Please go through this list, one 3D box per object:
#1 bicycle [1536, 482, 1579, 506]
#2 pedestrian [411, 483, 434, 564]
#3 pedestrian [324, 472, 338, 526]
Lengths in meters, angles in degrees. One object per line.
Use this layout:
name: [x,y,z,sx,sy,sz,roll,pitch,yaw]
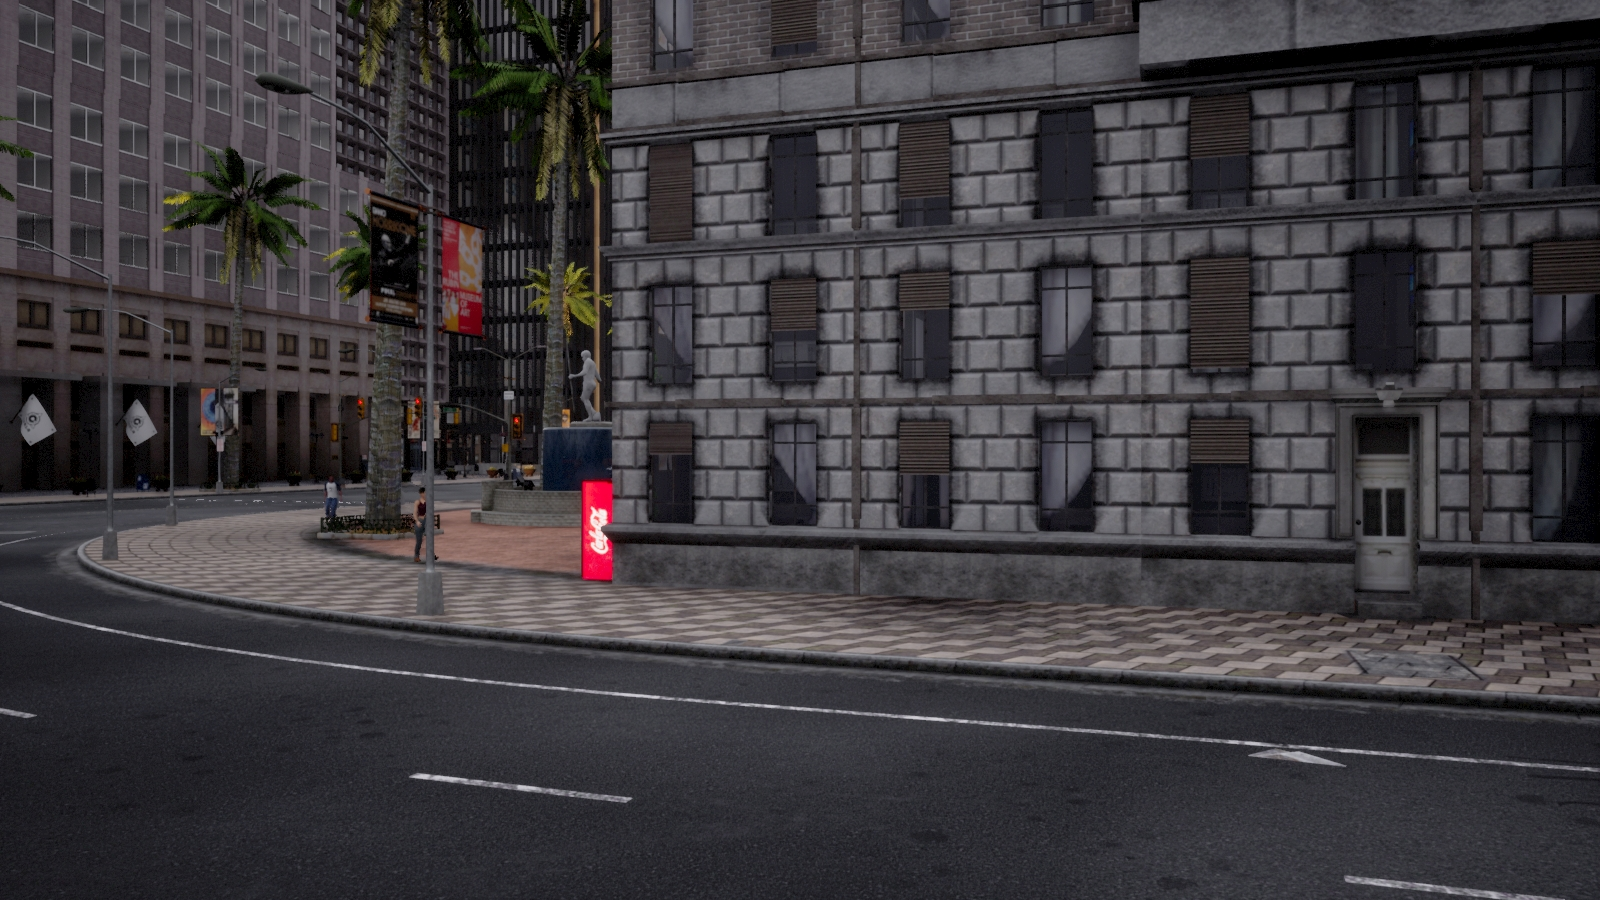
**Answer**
bicycle: [38.698,2.244,58.354,0.329,1.171,1.835,7,-5,-30]
pedestrian: [-8.803,1.696,26.630,0.375,1.860,0.375,0,0,-43]
pedestrian: [-16.329,1.696,39.803,0.375,1.860,0.375,0,0,-10]
